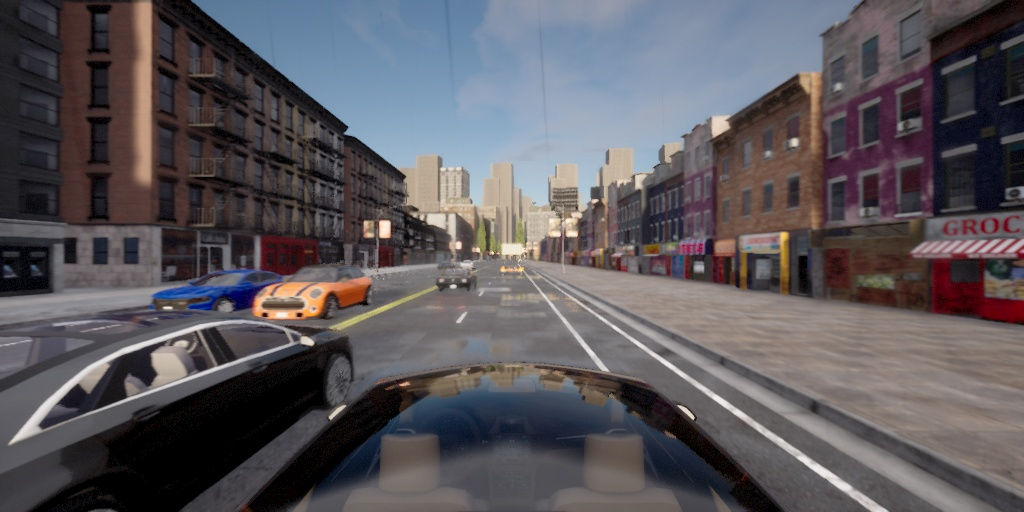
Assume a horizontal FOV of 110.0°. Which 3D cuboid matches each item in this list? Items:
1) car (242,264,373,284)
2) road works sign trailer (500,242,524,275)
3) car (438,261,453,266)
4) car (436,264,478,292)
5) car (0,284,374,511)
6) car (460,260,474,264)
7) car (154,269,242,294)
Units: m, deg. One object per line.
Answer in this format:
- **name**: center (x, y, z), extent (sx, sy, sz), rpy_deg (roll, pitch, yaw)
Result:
- **car**: center (-6.601, 1.105, 12.519), extent (2.097, 1.767, 4.553), rpy_deg (0, 0, 0)
- **road works sign trailer**: center (-0.007, 0.265, 40.226), extent (2.380, 3.560, 2.880), rpy_deg (0, 0, 0)
- **car**: center (-9.826, 1.401, 53.591), extent (1.994, 1.385, 4.181), rpy_deg (0, 0, 0)
- **car**: center (-3.156, 1.363, 21.454), extent (1.895, 1.301, 4.718), rpy_deg (0, 0, 0)
- **car**: center (-3.153, 1.241, 3.203), extent (2.128, 1.511, 4.902), rpy_deg (0, 0, 0)
- **car**: center (-6.580, 1.362, 52.811), extent (1.812, 1.442, 4.674), rpy_deg (0, 0, 0)
- **car**: center (-9.851, 1.231, 12.756), extent (1.882, 1.535, 5.008), rpy_deg (0, 0, 0)
